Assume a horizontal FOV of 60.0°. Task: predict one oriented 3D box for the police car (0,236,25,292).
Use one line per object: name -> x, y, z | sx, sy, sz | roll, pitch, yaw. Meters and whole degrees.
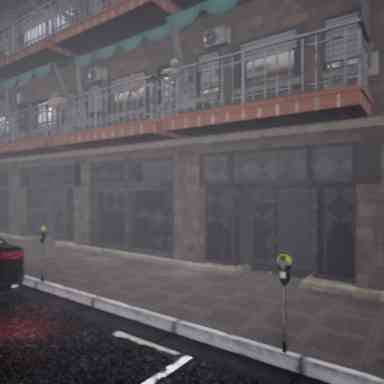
police car -> -5.876, 1.369, 7.615 | 5.238, 1.638, 1.930 | 0, 0, 36
